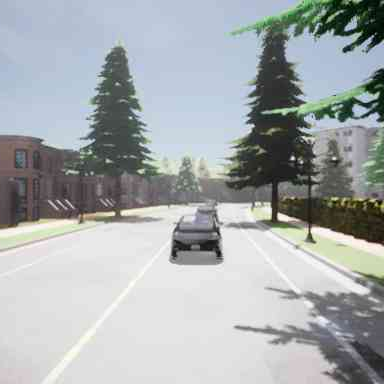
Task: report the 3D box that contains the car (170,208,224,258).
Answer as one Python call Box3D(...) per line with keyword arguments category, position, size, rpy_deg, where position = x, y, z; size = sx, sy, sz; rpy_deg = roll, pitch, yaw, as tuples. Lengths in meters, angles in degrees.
Box3D(category="car", position=(0.243, 1.635, 13.405), size=(2.128, 1.511, 4.902), rpy_deg=(0, 0, 3))

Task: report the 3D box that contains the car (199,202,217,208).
Box3D(category="car", position=(1.316, 1.827, 28.657), size=(1.812, 1.442, 4.674), rpy_deg=(0, 0, 6))

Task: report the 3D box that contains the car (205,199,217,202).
Box3D(category="car", position=(3.796, 2.191, 65.690), size=(2.128, 1.511, 4.902), rpy_deg=(0, -1, 14))
